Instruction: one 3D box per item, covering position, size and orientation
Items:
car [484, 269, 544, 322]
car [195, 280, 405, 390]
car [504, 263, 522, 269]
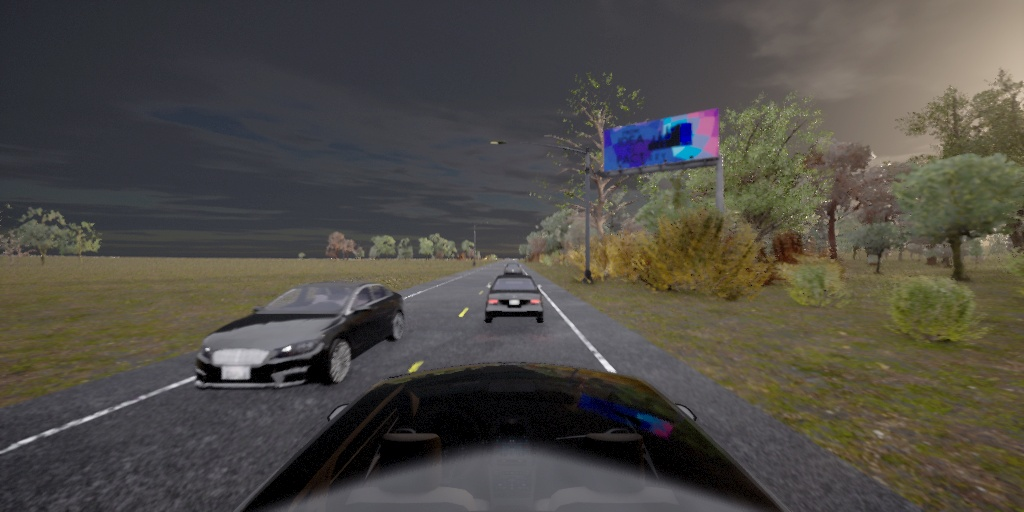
[{"bbox_3d":[0.078,1.344,12.460,2.033,1.411,5.357,0,0,0],"label":"car"},{"bbox_3d":[-3.587,1.265,7.117,2.128,1.511,4.902,0,0,0],"label":"car"},{"bbox_3d":[0.100,1.473,39.245,1.994,1.385,4.181,0,0,0],"label":"car"}]
